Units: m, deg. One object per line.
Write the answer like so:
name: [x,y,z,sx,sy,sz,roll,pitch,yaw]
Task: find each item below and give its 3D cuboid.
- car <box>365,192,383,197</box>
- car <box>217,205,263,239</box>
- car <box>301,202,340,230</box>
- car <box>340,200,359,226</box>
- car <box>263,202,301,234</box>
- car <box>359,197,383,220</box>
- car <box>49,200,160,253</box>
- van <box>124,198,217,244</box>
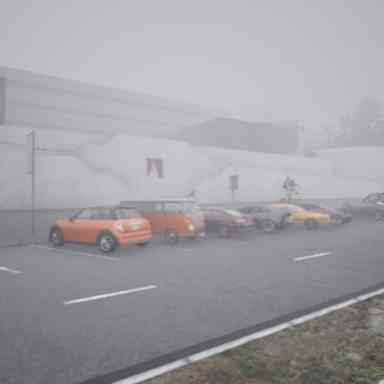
car: [15.511,1.055,27.706,5.566,2.045,2.435,-1,0,35]
car: [0.961,1.512,17.294,4.674,1.452,2.002,-1,0,35]
car: [5.977,1.429,20.664,5.366,1.575,1.946,-1,-1,35]
car: [8.277,1.439,22.481,4.792,1.488,2.163,-1,-1,35]
car: [3.363,1.489,19.044,4.792,1.488,2.163,-1,0,35]
car: [13.115,1.383,25.957,4.674,1.452,2.002,-1,0,35]
car: [-3.880,1.366,13.816,4.553,1.767,2.185,-1,0,34]
van: [-1.370,1.259,15.510,4.442,1.987,1.878,-1,-1,35]
